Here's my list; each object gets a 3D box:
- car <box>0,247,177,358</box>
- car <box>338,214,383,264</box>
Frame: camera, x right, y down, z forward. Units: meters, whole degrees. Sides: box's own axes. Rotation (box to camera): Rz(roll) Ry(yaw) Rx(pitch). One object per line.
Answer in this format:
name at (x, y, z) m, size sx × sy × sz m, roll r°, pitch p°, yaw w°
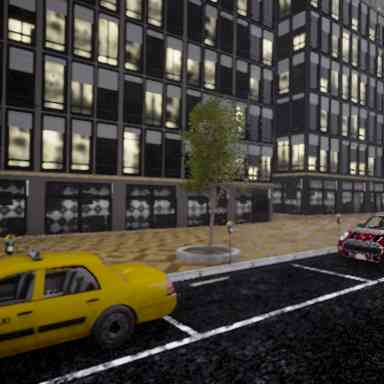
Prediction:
car at (-2.527, 1.527, 4.742) m, size 4.829 × 1.417 × 1.752 m, roll 0°, pitch 1°, yaw -35°
car at (6.824, 1.475, 11.408) m, size 4.097 × 1.590 × 1.967 m, roll 0°, pitch 1°, yaw -35°
